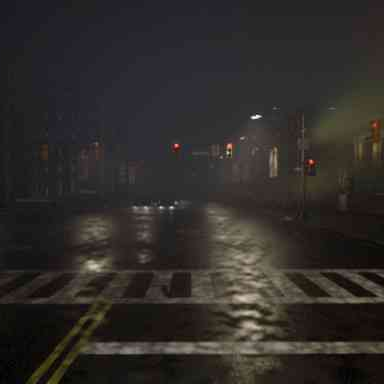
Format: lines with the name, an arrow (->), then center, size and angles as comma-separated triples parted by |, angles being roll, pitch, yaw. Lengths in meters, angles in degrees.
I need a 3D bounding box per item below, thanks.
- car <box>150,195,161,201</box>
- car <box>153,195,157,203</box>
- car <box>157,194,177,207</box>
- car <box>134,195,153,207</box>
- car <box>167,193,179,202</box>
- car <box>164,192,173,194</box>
car -> -8.477, 1.375, 77.559 | 1.895, 1.301, 4.718 | 0, 0, -14
car -> -7.213, 1.371, 61.804 | 2.033, 1.411, 5.357 | 0, 0, 0
car -> -3.697, 1.385, 49.304 | 1.812, 1.442, 4.674 | 0, 0, 0
car -> -7.195, 1.388, 48.195 | 1.812, 1.442, 4.674 | 0, 0, 0
car -> -3.701, 1.373, 67.155 | 1.994, 1.385, 4.181 | 0, 0, 1
car -> -5.376, 0.999, 79.478 | 2.150, 2.045, 5.566 | 0, 0, -18
